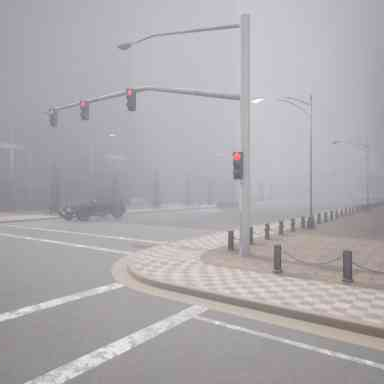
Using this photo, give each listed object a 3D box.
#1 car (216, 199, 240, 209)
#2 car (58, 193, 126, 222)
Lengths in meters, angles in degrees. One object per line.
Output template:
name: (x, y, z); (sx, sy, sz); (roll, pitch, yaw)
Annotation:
car: (5.113, 1.545, 44.393); (1.895, 1.301, 4.718); (0, 0, 36)
car: (-7.775, 1.159, 26.589); (2.150, 2.045, 5.566); (0, 1, 36)
